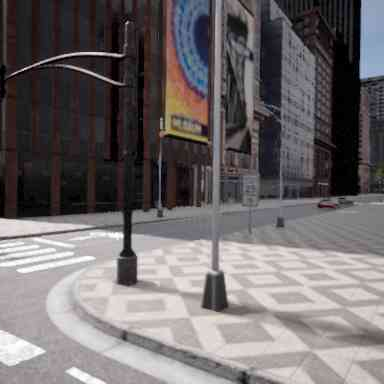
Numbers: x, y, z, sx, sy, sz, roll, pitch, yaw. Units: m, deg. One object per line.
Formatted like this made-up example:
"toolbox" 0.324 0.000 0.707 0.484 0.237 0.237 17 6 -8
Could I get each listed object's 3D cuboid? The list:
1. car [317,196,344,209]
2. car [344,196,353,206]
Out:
"car" 17.241 1.398 41.871 1.994 1.385 4.181 1 1 36
"car" 22.970 1.281 50.059 2.128 1.511 4.902 1 1 35
